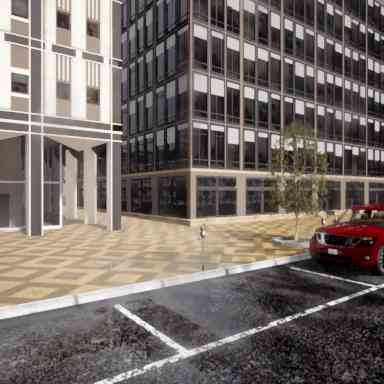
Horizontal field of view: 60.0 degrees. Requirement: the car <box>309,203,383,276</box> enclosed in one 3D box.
[{"bbox_3d":[5.885,1.314,10.588,5.009,1.841,2.192,0,0,-36],"label":"car"}]
